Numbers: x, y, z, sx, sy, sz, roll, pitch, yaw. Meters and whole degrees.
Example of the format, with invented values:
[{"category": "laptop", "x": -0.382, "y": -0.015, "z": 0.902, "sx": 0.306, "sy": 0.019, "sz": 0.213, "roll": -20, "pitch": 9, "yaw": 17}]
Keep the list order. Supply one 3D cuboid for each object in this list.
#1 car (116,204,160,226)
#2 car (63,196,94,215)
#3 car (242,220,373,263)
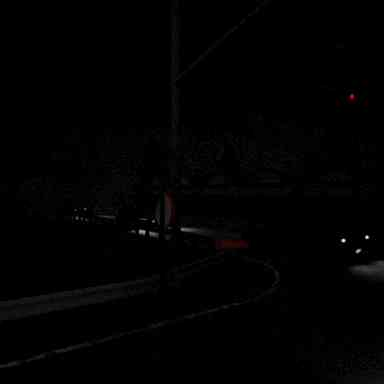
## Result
[{"category": "car", "x": -3.962, "y": 1.693, "z": 24.242, "sx": 1.837, "sy": 1.490, "sz": 4.892, "roll": 0, "pitch": 1, "yaw": -35}, {"category": "car", "x": -12.493, "y": 1.414, "z": 36.360, "sx": 2.150, "sy": 2.045, "sz": 5.566, "roll": 0, "pitch": 0, "yaw": -34}, {"category": "car", "x": 4.161, "y": 1.727, "z": 12.696, "sx": 1.895, "sy": 1.301, "sz": 4.718, "roll": 0, "pitch": -3, "yaw": -35}]
